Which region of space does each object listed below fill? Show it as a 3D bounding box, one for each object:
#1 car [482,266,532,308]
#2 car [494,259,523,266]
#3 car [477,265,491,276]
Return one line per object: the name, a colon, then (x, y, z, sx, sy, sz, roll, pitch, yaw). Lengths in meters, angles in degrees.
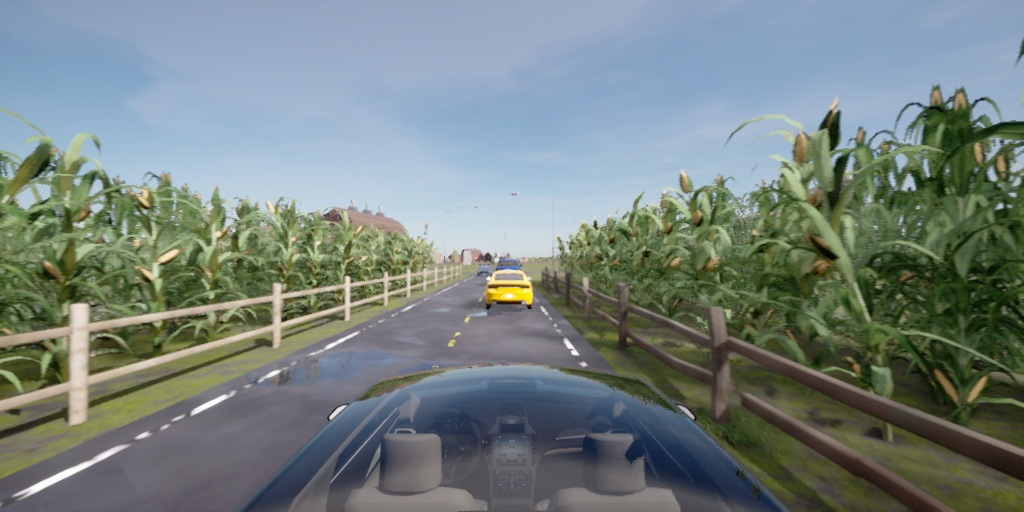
car: (-0.130, 1.383, 16.130, 1.882, 1.535, 5.008, 0, 0, 0)
car: (-0.320, 1.275, 29.485, 2.150, 2.045, 5.566, 0, 0, -1)
car: (-3.283, 1.760, 44.527, 2.033, 1.411, 5.357, 0, -1, 0)
